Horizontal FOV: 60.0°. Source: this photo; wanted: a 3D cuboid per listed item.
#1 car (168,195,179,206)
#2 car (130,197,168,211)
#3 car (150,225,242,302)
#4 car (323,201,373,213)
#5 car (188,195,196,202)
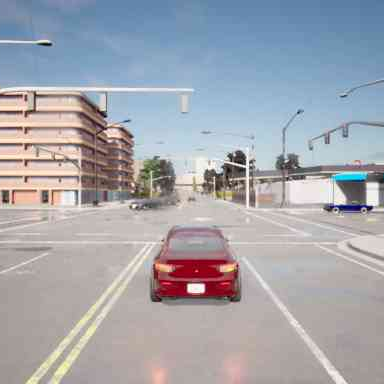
[{"bbox_3d":[-3.617,1.503,55.007,1.837,1.490,4.892,0,1,0],"label":"car"},{"bbox_3d":[-5.382,1.460,39.796,2.128,1.511,4.902,1,0,29],"label":"car"},{"bbox_3d":[0.078,1.526,8.149,1.812,1.442,4.674,0,0,0],"label":"car"},{"bbox_3d":[16.518,1.601,35.454,4.718,1.301,1.895,0,0,1],"label":"car"},{"bbox_3d":[-0.040,1.540,79.813,2.033,1.411,5.357,0,0,0],"label":"car"}]
